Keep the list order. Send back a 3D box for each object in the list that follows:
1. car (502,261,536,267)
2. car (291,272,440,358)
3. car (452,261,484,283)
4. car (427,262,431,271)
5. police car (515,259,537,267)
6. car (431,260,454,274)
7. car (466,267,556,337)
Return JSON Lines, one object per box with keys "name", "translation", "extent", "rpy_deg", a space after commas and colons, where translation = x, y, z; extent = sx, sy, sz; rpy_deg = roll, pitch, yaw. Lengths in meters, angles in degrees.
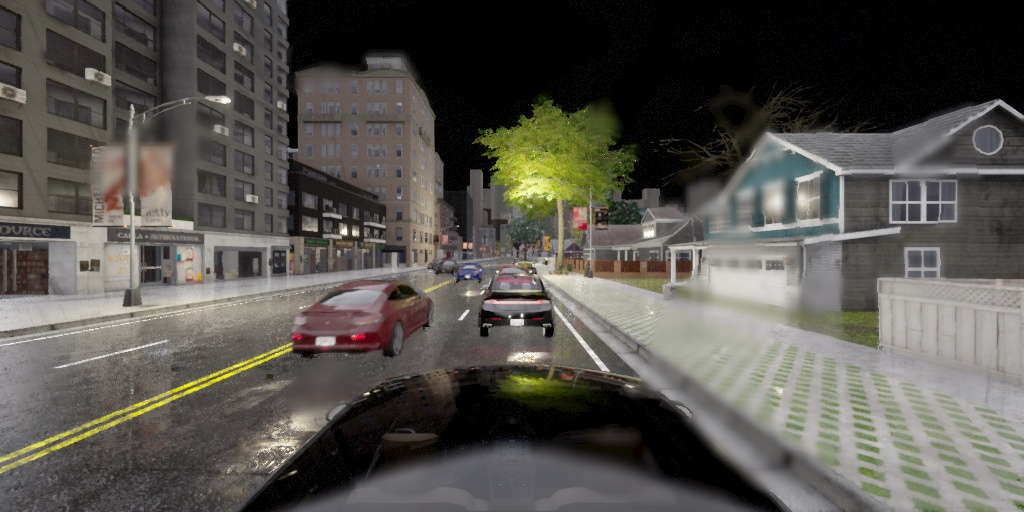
{"name": "car", "translation": [0.121, 1.218, 19.786], "extent": [1.882, 1.535, 5.008], "rpy_deg": [0, 0, 0]}
{"name": "car", "translation": [-3.142, 1.274, 8.357], "extent": [1.812, 1.442, 4.674], "rpy_deg": [0, 0, 0]}
{"name": "car", "translation": [-3.117, 1.257, 27.519], "extent": [1.812, 1.442, 4.674], "rpy_deg": [0, 0, 0]}
{"name": "car", "translation": [-9.798, 1.270, 47.178], "extent": [1.994, 1.385, 4.181], "rpy_deg": [0, 0, 0]}
{"name": "police car", "translation": [1.007, 1.155, 29.515], "extent": [1.930, 1.638, 5.238], "rpy_deg": [0, 0, 0]}
{"name": "car", "translation": [-6.560, 1.197, 36.902], "extent": [1.882, 1.535, 5.008], "rpy_deg": [0, 0, 0]}
{"name": "car", "translation": [0.113, 1.239, 10.283], "extent": [2.128, 1.511, 4.902], "rpy_deg": [0, 0, 0]}
